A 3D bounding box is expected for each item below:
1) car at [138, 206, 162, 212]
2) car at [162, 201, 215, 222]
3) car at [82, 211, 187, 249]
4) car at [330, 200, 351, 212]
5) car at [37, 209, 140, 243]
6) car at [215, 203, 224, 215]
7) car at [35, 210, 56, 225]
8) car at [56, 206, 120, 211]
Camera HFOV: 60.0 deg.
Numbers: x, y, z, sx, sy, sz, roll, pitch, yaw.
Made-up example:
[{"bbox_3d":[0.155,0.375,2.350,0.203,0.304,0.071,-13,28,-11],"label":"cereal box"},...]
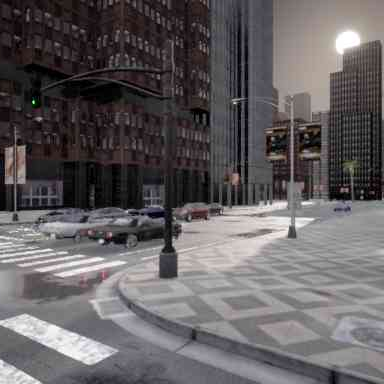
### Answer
[{"bbox_3d":[-3.879,1.952,31.037,1.895,1.301,4.718,0,-1,35],"label":"car"},{"bbox_3d":[-0.210,1.733,30.585,2.097,1.767,4.553,0,-1,35],"label":"car"},{"bbox_3d":[-2.511,1.797,15.722,1.895,1.301,4.718,0,-1,35],"label":"car"},{"bbox_3d":[24.282,2.427,53.641,2.033,1.411,5.357,0,-1,34],"label":"car"},{"bbox_3d":[-5.252,1.790,17.474,1.895,1.301,4.718,0,-1,35],"label":"car"},{"bbox_3d":[1.993,2.004,39.332,1.837,1.490,4.892,0,-1,35],"label":"car"},{"bbox_3d":[-8.928,1.788,23.882,1.994,1.385,4.181,0,-1,35],"label":"car"},{"bbox_3d":[-6.158,1.737,22.173,1.837,1.490,4.892,0,-1,35],"label":"car"}]
